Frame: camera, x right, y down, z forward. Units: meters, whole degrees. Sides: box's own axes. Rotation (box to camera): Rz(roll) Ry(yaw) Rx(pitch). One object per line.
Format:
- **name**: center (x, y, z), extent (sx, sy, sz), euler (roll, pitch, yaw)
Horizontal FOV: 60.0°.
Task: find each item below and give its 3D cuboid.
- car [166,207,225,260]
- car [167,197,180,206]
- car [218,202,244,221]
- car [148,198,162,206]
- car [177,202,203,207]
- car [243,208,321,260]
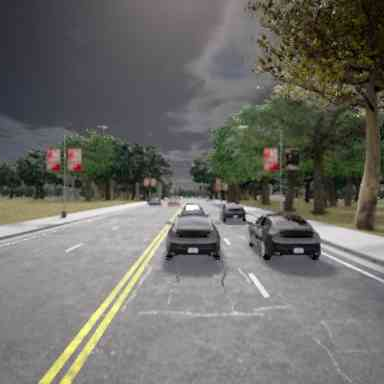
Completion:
- **car**: center (0.055, 1.551, 12.671), extent (1.837, 1.490, 4.892), euler (0, 0, 1)
- **car**: center (-3.259, 1.607, 59.012), extent (2.097, 1.767, 4.553), euler (0, 0, 1)
- **car**: center (3.314, 1.612, 27.653), extent (1.837, 1.490, 4.892), euler (0, 0, 0)
- **car**: center (-6.507, 1.818, 58.886), extent (1.994, 1.385, 4.181), euler (0, 0, 1)
- **car**: center (0.067, 1.672, 27.979), extent (1.994, 1.385, 4.181), euler (0, 0, 1)
- **car**: center (3.304, 1.550, 12.648), extent (1.837, 1.490, 4.892), euler (0, 0, 1)
